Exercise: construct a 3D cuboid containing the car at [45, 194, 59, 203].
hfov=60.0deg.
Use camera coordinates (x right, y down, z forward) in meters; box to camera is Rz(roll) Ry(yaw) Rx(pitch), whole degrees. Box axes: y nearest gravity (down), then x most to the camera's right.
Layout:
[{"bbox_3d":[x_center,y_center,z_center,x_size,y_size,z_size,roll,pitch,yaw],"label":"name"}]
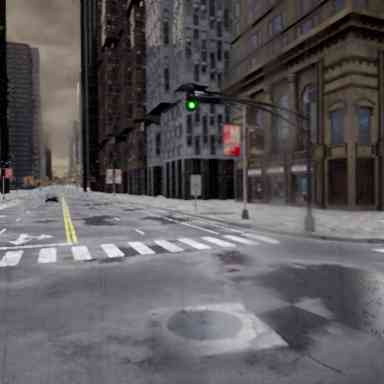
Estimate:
[{"bbox_3d":[-21.118,0.979,50.204,1.895,1.301,4.718,-1,1,-22],"label":"car"}]
